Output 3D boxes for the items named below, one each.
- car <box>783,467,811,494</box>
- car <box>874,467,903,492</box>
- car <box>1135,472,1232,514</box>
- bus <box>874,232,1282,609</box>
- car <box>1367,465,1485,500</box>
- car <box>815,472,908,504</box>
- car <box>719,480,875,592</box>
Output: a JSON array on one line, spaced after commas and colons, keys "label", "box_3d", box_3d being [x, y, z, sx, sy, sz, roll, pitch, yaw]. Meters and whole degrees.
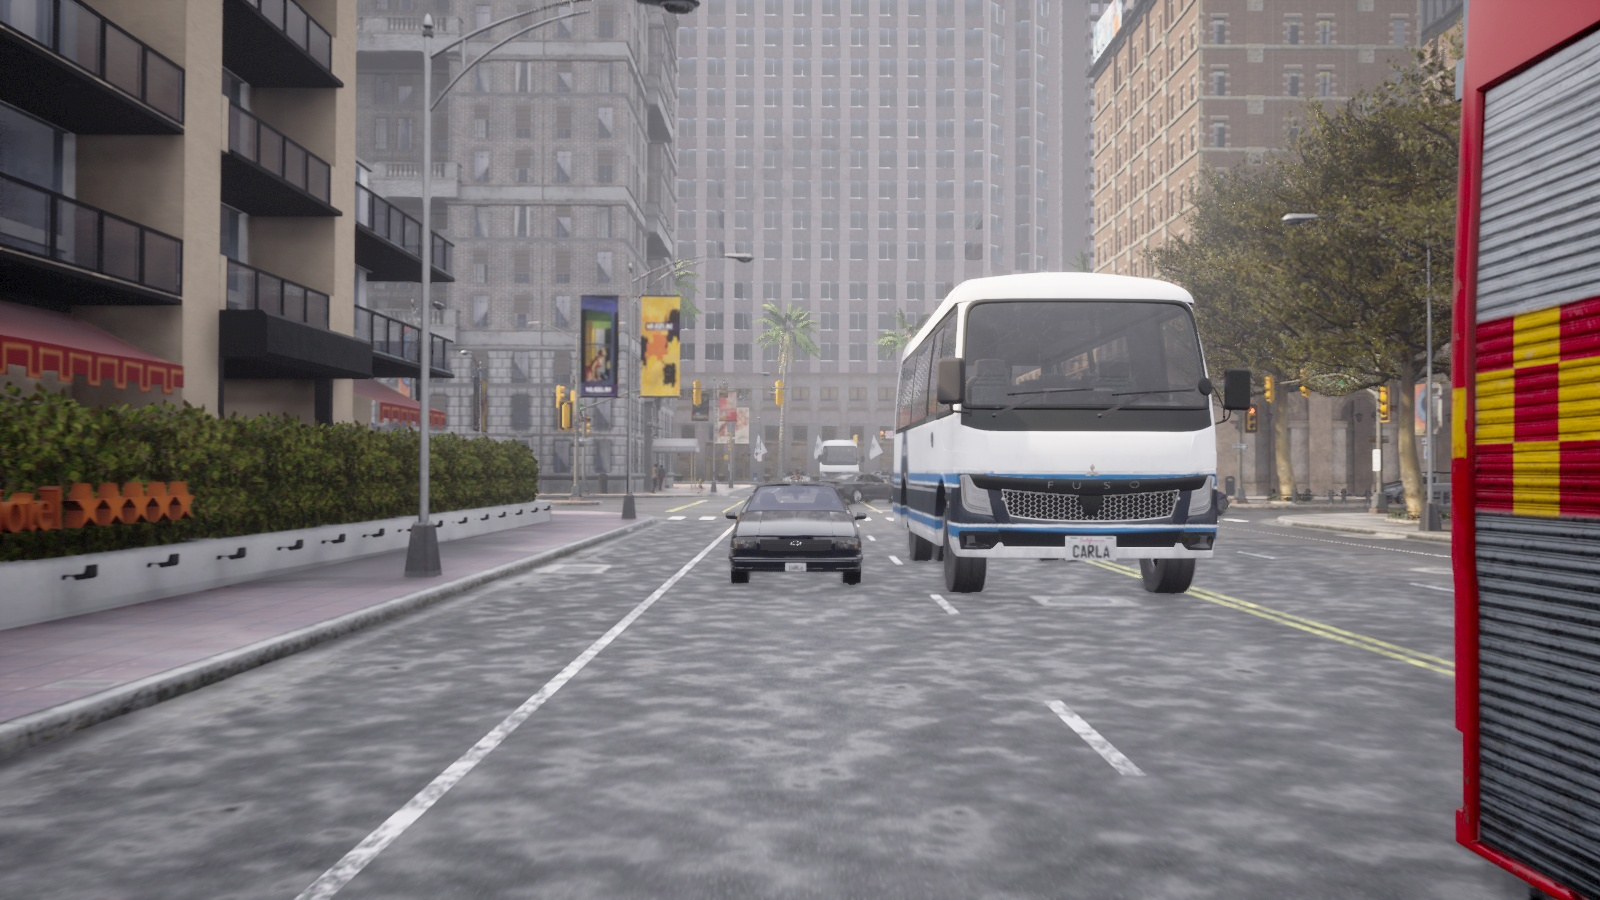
[{"label": "car", "box_3d": [-0.224, 2.098, 87.512, 1.932, 1.855, 4.605, 0, -1, 0]}, {"label": "car", "box_3d": [6.788, 2.220, 96.491, 1.932, 1.855, 4.605, 0, -1, 0]}, {"label": "car", "box_3d": [14.264, 1.562, 46.513, 1.812, 1.442, 4.674, -1, -1, 39]}, {"label": "bus", "box_3d": [3.446, -0.252, 19.338, 3.944, 4.253, 10.273, 0, -1, 0]}, {"label": "car", "box_3d": [30.469, 1.563, 61.249, 4.611, 1.667, 2.242, 0, -1, 1]}, {"label": "car", "box_3d": [3.051, 1.831, 61.132, 1.837, 1.490, 4.892, -1, -1, 42]}, {"label": "car", "box_3d": [-0.048, 1.182, 19.062, 2.033, 1.411, 5.357, 0, -1, 0]}]
